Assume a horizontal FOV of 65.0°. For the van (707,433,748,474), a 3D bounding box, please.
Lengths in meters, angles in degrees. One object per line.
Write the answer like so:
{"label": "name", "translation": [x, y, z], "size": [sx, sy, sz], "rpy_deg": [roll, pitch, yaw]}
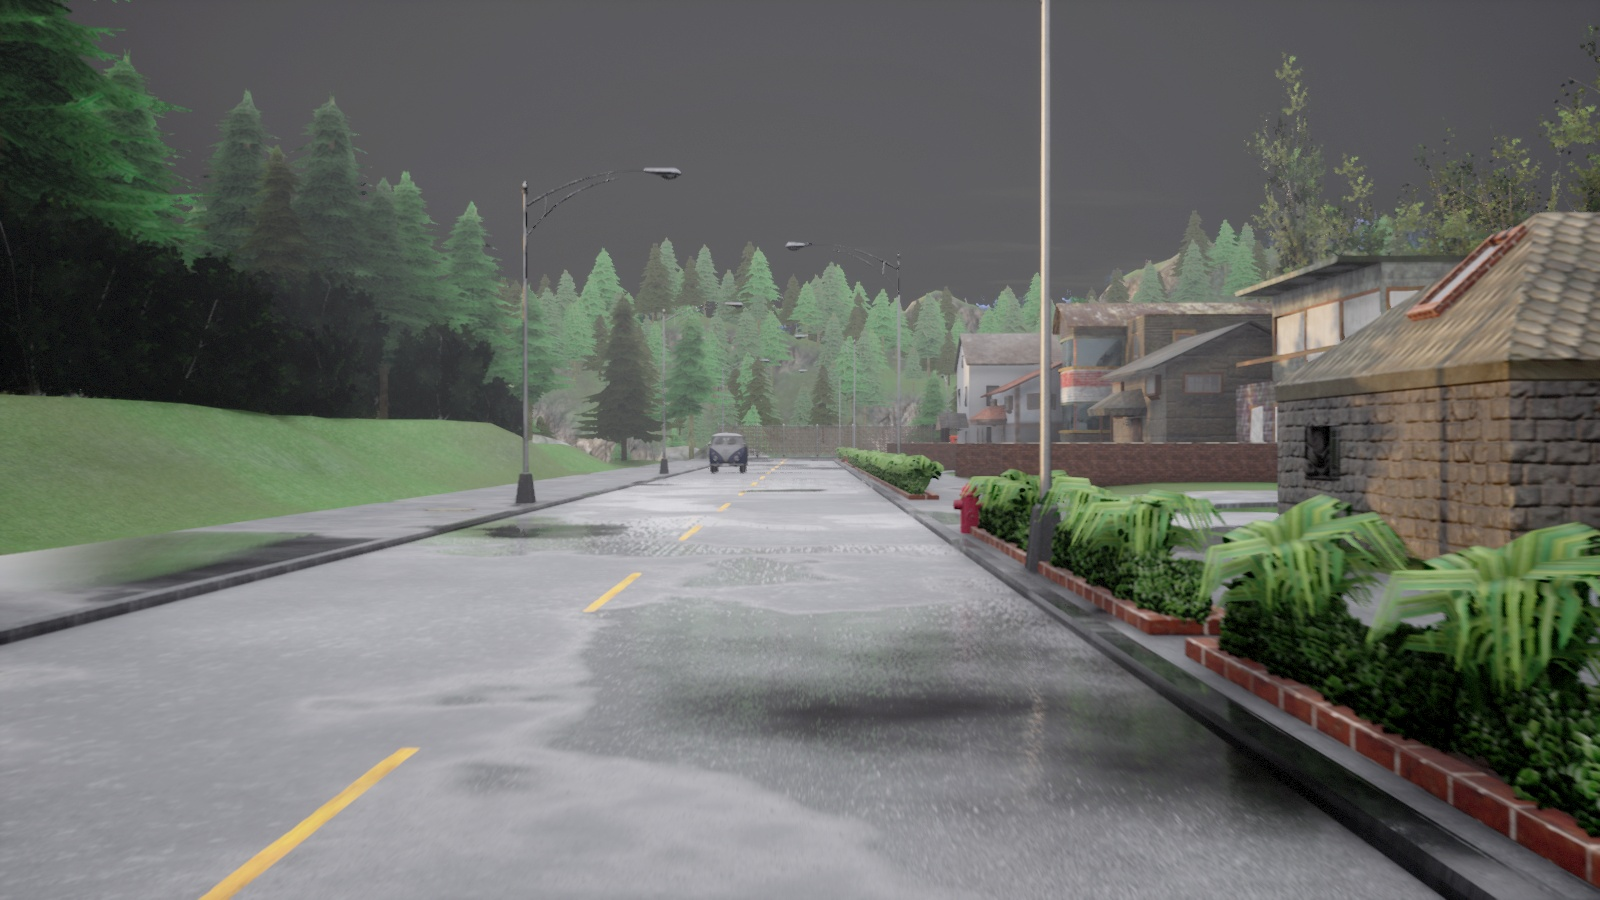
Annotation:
{"label": "van", "translation": [-3.598, 0.142, 62.945], "size": [1.775, 1.987, 4.442], "rpy_deg": [0, 0, 0]}
